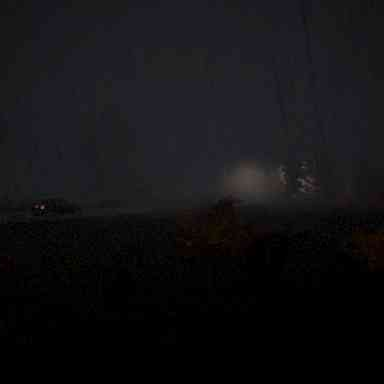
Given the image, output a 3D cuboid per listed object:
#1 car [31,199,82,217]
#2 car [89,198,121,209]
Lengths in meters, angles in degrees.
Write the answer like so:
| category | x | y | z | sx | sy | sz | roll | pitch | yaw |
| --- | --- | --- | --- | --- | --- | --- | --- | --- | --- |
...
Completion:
| category | x | y | z | sx | sy | sz | roll | pitch | yaw |
| --- | --- | --- | --- | --- | --- | --- | --- | --- | --- |
| car | -12.812 | 1.403 | 31.753 | 2.097 | 1.767 | 4.553 | 0 | 0 | 34 |
| car | -11.916 | 1.613 | 45.689 | 2.128 | 1.511 | 4.902 | 0 | 1 | 34 |
